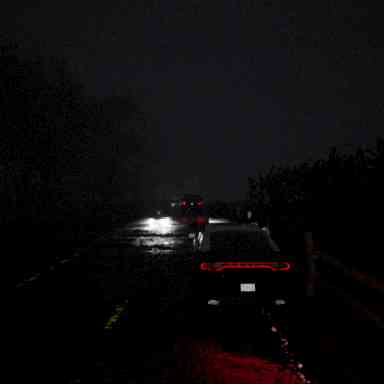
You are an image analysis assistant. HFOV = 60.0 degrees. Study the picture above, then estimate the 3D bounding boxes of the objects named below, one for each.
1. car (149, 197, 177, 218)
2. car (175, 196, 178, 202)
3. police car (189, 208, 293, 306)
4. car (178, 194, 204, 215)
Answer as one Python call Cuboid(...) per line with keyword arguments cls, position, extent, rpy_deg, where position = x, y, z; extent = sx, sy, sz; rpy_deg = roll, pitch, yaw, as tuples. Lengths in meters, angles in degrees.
Cuboid(cls="car", position=(-2.798, 1.486, 30.411), extent=(2.128, 1.511, 4.902), rpy_deg=(0, 0, 0))
Cuboid(cls="car", position=(-2.854, 1.473, 68.113), extent=(1.882, 1.535, 5.008), rpy_deg=(0, 0, 0))
Cuboid(cls="police car", position=(0.949, 1.423, 8.251), extent=(1.930, 1.638, 5.238), rpy_deg=(0, 0, 0))
Cuboid(cls="car", position=(0.011, 1.216, 33.869), extent=(2.150, 2.045, 5.566), rpy_deg=(0, 0, 0))
